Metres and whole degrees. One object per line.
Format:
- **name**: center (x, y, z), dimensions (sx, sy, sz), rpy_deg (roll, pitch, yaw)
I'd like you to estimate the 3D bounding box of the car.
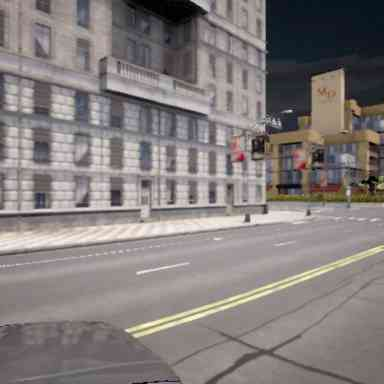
- **car**: center (-2.587, 1.562, 1.870), dimensions (5.357, 1.411, 2.033), rpy_deg (0, -1, -37)
